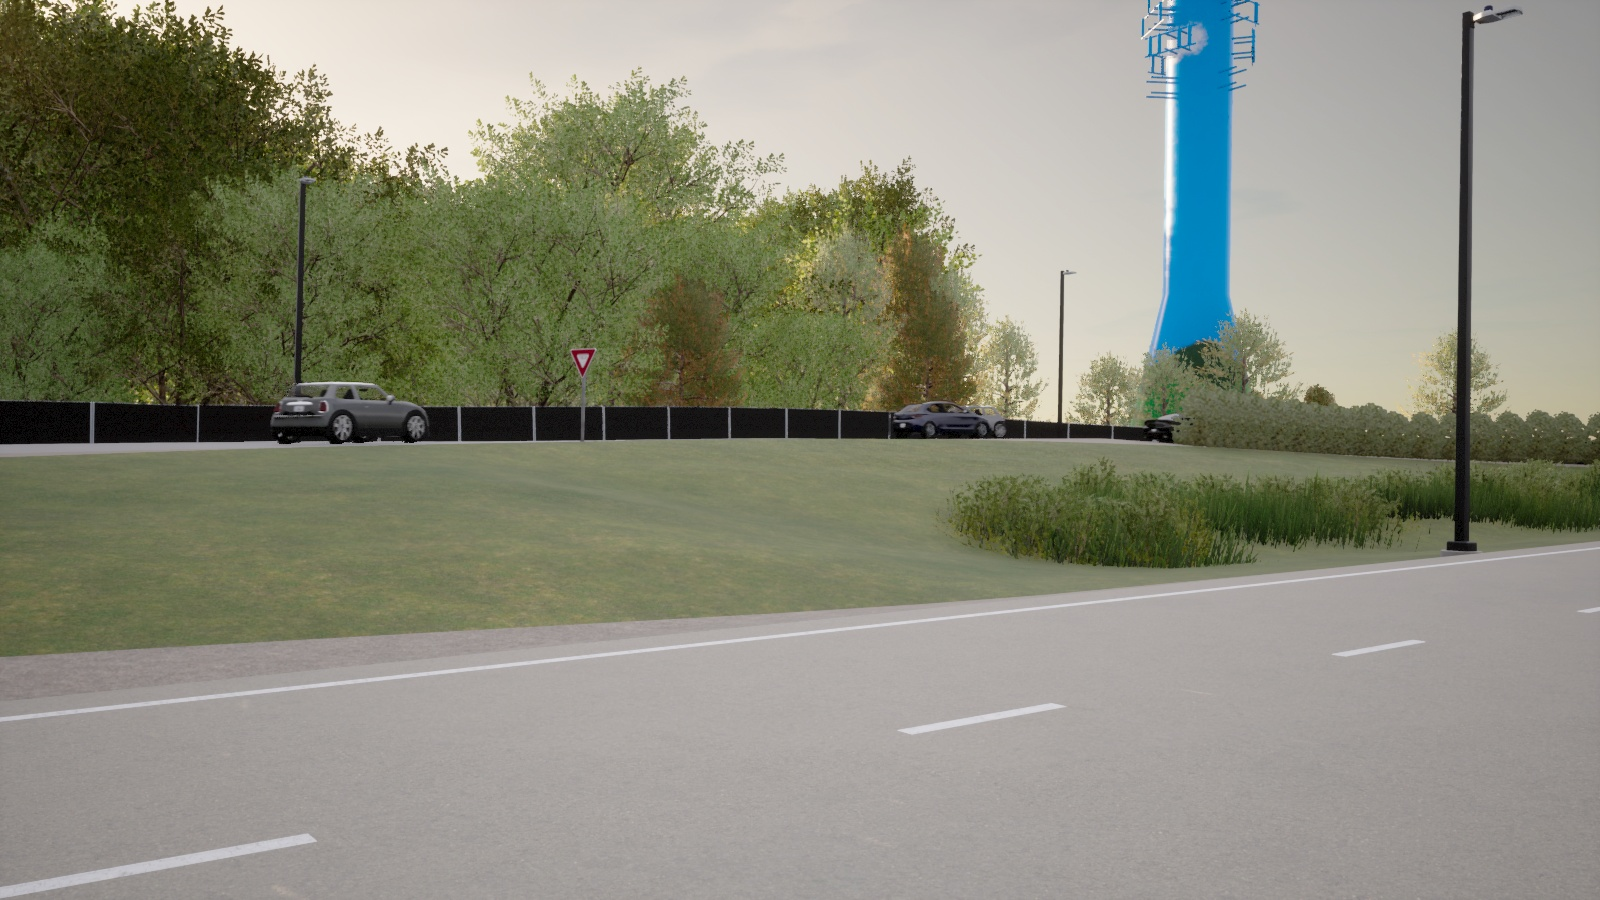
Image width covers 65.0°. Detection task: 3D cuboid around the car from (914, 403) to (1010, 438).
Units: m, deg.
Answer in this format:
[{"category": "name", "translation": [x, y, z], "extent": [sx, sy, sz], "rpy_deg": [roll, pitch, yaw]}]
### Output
[{"category": "car", "translation": [7.088, -1.267, 54.841], "extent": [3.806, 1.475, 1.970], "rpy_deg": [-1, 0, -34]}]

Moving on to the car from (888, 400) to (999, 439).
[{"category": "car", "translation": [5.685, -1.181, 49.666], "extent": [4.193, 1.474, 1.816], "rpy_deg": [-1, 0, -35]}]

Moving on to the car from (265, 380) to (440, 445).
[{"category": "car", "translation": [-10.837, -0.884, 30.684], "extent": [1.970, 1.475, 3.806], "rpy_deg": [0, 1, 23]}]

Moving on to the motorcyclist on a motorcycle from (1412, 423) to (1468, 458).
[{"category": "motorcyclist on a motorcycle", "translation": [31.727, -0.453, 62.267], "extent": [2.350, 1.649, 0.766], "rpy_deg": [2, -1, -3]}]

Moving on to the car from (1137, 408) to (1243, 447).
[{"category": "car", "translation": [18.089, -0.998, 58.175], "extent": [5.008, 1.535, 1.882], "rpy_deg": [3, -2, -33]}]
